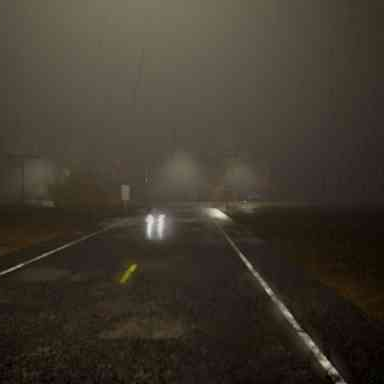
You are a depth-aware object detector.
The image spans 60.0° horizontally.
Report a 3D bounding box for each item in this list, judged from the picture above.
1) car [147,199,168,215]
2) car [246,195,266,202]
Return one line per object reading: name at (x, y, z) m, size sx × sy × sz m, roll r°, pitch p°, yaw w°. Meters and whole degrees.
car at (-3.582, 1.505, 34.854) m, size 2.128 × 1.511 × 4.902 m, roll 0°, pitch 0°, yaw 0°
car at (14.853, 1.411, 76.933) m, size 4.553 × 1.767 × 2.097 m, roll 0°, pitch 0°, yaw -1°
